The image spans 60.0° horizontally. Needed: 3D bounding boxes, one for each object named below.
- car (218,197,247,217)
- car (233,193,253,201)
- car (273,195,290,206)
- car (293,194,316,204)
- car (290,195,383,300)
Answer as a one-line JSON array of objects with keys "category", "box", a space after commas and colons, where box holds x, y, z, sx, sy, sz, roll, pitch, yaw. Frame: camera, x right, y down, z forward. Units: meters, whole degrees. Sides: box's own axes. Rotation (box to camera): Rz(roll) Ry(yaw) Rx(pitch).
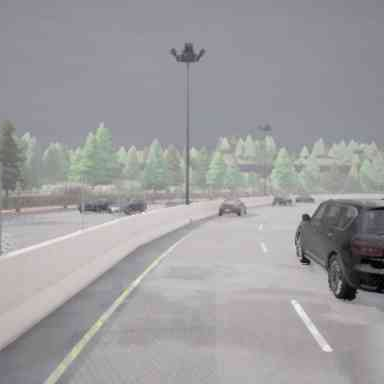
[{"category": "car", "box": [3.571, 1.301, 29.049, 1.812, 1.442, 4.674, 0, 0, 18]}, {"category": "car", "box": [10.510, 0.956, 67.997, 1.882, 1.535, 5.008, 0, 1, 38]}, {"category": "car", "box": [12.804, 1.164, 46.784, 1.837, 1.490, 4.892, 0, 0, 31]}, {"category": "car", "box": [19.167, 1.148, 56.489, 2.033, 1.411, 5.357, 1, 1, 38]}, {"category": "car", "box": [4.152, 1.166, 8.259, 2.150, 2.045, 5.566, 0, 0, 6]}]
